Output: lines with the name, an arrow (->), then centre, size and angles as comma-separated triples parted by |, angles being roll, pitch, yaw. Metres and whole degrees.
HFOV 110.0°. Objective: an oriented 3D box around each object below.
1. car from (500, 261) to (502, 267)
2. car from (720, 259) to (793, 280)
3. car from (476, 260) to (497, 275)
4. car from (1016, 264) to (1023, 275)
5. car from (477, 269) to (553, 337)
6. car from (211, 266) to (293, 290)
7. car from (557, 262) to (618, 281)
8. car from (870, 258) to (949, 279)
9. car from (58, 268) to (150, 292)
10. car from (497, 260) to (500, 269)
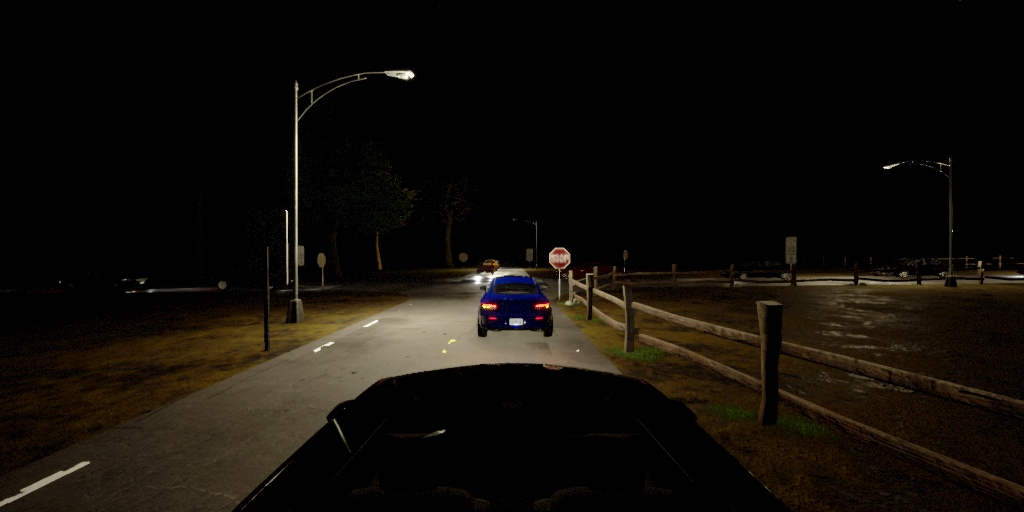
car -> -2.933, 1.385, 58.904 | 2.033, 1.411, 5.357 | 0, 0, 1
car -> 18.371, 0.994, 26.976 | 5.008, 1.535, 1.882 | -1, 1, 0
car -> -2.899, 1.380, 39.719 | 1.895, 1.301, 4.718 | 0, 0, -2
car -> 40.891, 0.814, 26.871 | 4.181, 1.385, 1.994 | -1, 1, 0
car -> 0.053, 1.277, 10.158 | 1.812, 1.442, 4.674 | 0, 0, -1
car -> -17.334, 1.435, 24.166 | 5.008, 1.535, 1.882 | -1, 1, 0
car -> 5.830, 1.178, 27.869 | 4.674, 1.442, 1.812 | 0, 1, 14
car -> 29.881, 0.888, 26.930 | 4.892, 1.490, 1.837 | 0, 1, 0
car -> -27.381, 1.561, 24.170 | 4.902, 1.511, 2.128 | -1, 1, 0
car -> -2.954, 1.279, 49.075 | 1.882, 1.535, 5.008 | 0, 0, 0
